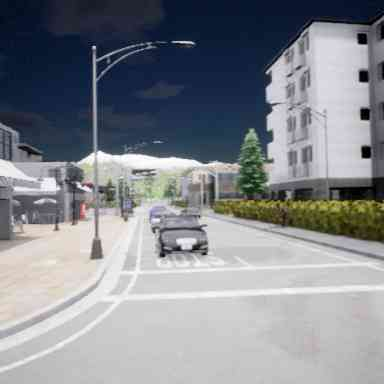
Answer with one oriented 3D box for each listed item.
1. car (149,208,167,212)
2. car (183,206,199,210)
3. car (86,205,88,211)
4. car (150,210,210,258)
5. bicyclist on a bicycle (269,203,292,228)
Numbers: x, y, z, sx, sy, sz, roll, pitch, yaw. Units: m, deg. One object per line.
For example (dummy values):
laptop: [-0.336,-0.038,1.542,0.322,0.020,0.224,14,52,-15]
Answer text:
car: [-1.846,2.064,23.268,1.895,1.301,4.718,-1,-1,-8]
car: [-0.140,2.309,37.517,2.033,1.411,5.357,-1,-1,-8]
car: [-24.914,3.671,76.590,2.007,1.523,4.514,-1,-1,-8]
car: [-0.524,1.710,13.962,2.128,1.511,4.902,-1,-1,-8]
bicyclist on a bicycle: [5.873,1.578,22.080,1.656,1.620,0.582,-1,-1,-8]
